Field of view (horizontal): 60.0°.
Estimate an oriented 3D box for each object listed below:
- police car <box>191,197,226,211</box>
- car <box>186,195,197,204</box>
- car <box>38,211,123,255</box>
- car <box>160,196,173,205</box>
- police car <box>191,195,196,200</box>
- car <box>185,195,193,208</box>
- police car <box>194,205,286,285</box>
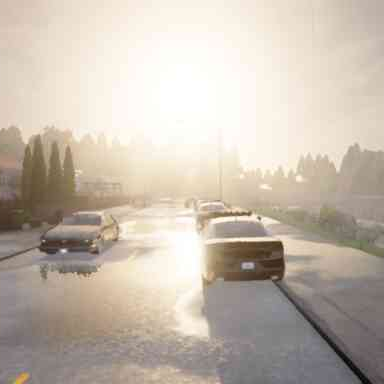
[{"bbox_3d":[1.126,1.293,19.482,1.930,1.638,5.238,-4,0,0],"label":"police car"},{"bbox_3d":[-0.049,1.264,57.725,1.837,1.490,4.892,0,0,0],"label":"car"},{"bbox_3d":[-4.113,1.492,13.315,2.033,1.411,5.357,0,0,0],"label":"car"},{"bbox_3d":[-4.132,1.322,54.122,2.033,1.411,5.357,0,0,0],"label":"car"},{"bbox_3d":[1.124,1.269,25.474,1.930,1.638,5.238,-4,0,0],"label":"police car"},{"bbox_3d":[-0.005,1.375,45.364,1.994,1.385,4.181,0,0,0],"label":"car"},{"bbox_3d":[1.152,1.361,9.490,1.930,1.638,5.238,-2,-1,0],"label":"police car"}]
